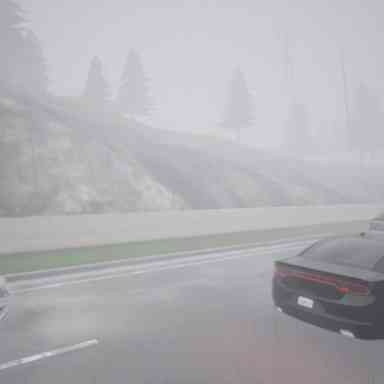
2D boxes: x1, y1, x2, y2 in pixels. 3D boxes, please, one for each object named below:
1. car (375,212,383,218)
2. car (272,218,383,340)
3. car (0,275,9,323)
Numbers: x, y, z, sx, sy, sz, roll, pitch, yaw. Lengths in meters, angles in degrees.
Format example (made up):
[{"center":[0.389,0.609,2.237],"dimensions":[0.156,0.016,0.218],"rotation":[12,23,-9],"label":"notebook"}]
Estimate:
[{"center":[10.003,1.473,15.157],"dimensions":[4.902,1.511,2.128],"rotation":[0,0,-35],"label":"car"},{"center":[3.688,1.470,6.353],"dimensions":[5.008,1.535,1.882],"rotation":[0,0,-36],"label":"car"},{"center":[-5.080,1.523,4.392],"dimensions":[4.674,1.442,1.812],"rotation":[0,0,-36],"label":"car"}]
